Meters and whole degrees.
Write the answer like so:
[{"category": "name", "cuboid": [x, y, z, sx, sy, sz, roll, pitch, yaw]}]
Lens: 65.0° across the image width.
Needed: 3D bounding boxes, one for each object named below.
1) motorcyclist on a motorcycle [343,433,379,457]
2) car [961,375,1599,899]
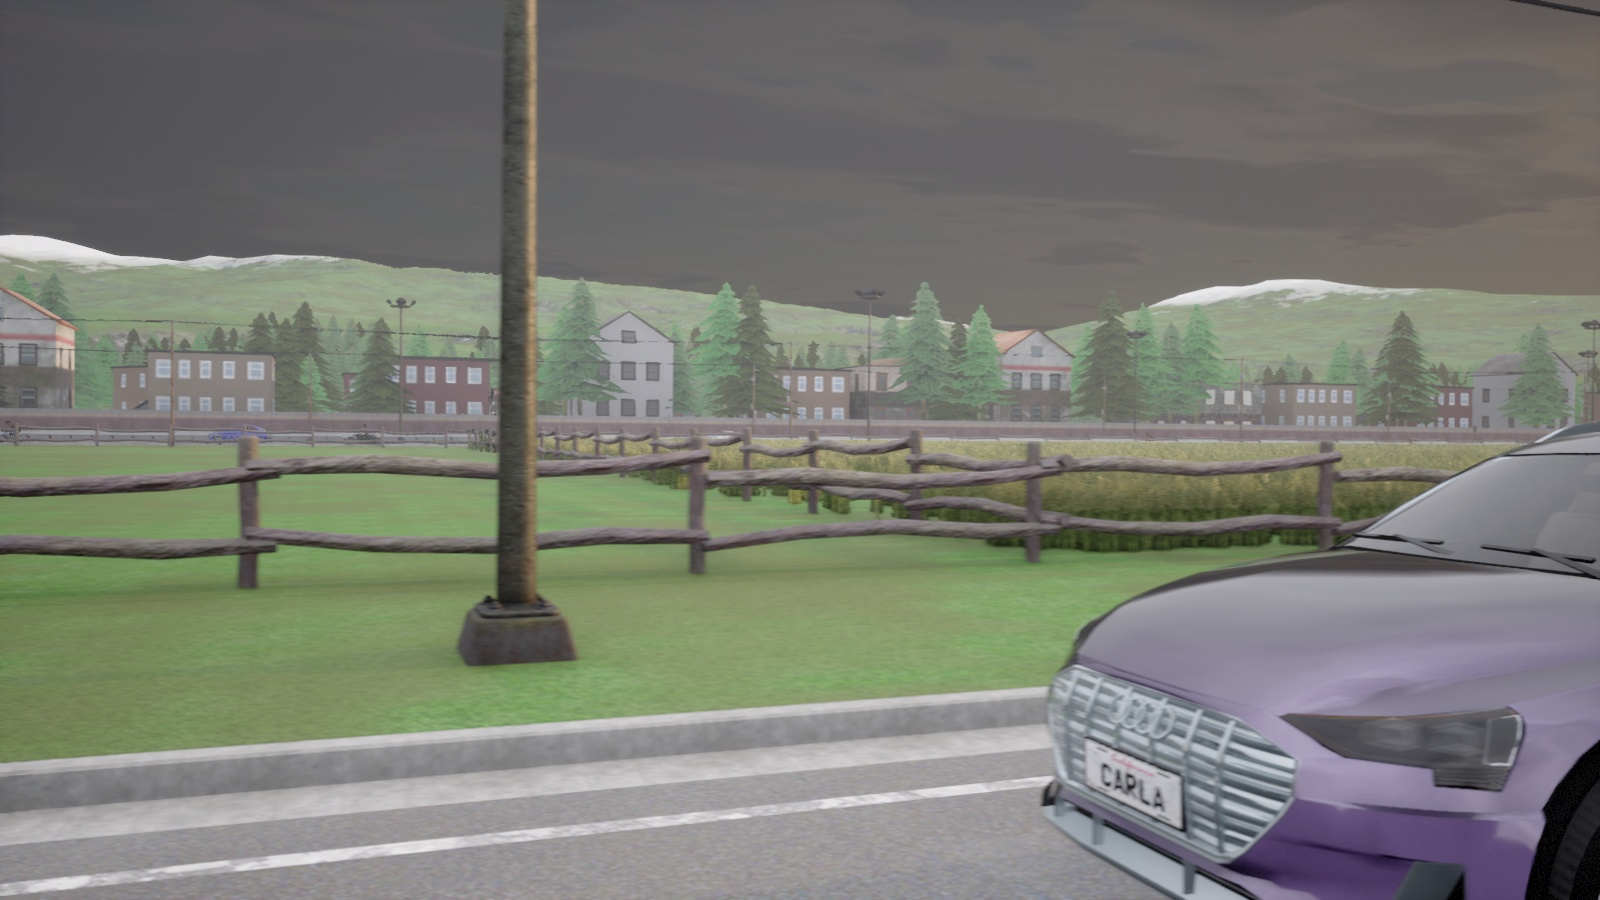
[{"category": "motorcyclist on a motorcycle", "cuboid": [-30.601, -0.349, 87.572, 2.350, 1.649, 0.766, -1, 1, -21]}, {"category": "car", "cuboid": [3.222, 0.616, 4.461, 4.856, 1.649, 2.033, -1, 1, -21]}]
